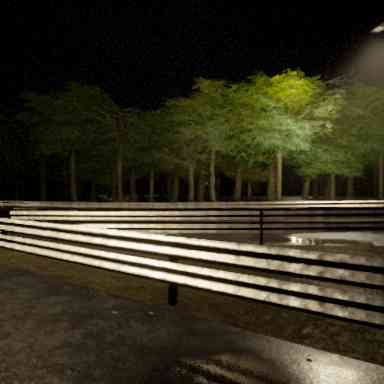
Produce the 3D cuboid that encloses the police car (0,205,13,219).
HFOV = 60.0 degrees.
[{"bbox_3d":[-13.668,1.284,20.704,5.238,1.638,1.930,0,0,16],"label":"police car"}]
